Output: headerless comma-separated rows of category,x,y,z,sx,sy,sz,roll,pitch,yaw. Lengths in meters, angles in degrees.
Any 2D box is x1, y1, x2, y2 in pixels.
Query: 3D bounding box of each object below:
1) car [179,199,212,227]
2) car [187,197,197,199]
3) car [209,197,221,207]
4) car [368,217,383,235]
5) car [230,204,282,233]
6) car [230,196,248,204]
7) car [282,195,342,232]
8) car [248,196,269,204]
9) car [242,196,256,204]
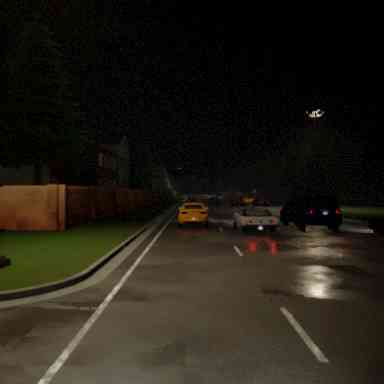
car,0.100,1.466,22.819,1.882,1.535,5.008,0,0,0
car,0.002,1.467,51.483,2.128,1.511,4.902,0,0,0
car,3.500,1.522,52.054,2.033,1.411,5.357,0,0,0
car,10.600,1.539,15.827,2.033,1.411,5.357,0,0,0
car,3.601,1.591,19.708,1.895,1.301,4.718,0,0,0
car,7.001,1.575,51.721,1.895,1.301,4.718,0,0,0
car,7.100,1.211,20.384,2.150,2.045,5.566,0,0,0
car,10.500,1.522,51.254,2.033,1.411,5.357,0,0,0
car,10.501,1.447,61.673,1.882,1.535,5.008,0,0,0
